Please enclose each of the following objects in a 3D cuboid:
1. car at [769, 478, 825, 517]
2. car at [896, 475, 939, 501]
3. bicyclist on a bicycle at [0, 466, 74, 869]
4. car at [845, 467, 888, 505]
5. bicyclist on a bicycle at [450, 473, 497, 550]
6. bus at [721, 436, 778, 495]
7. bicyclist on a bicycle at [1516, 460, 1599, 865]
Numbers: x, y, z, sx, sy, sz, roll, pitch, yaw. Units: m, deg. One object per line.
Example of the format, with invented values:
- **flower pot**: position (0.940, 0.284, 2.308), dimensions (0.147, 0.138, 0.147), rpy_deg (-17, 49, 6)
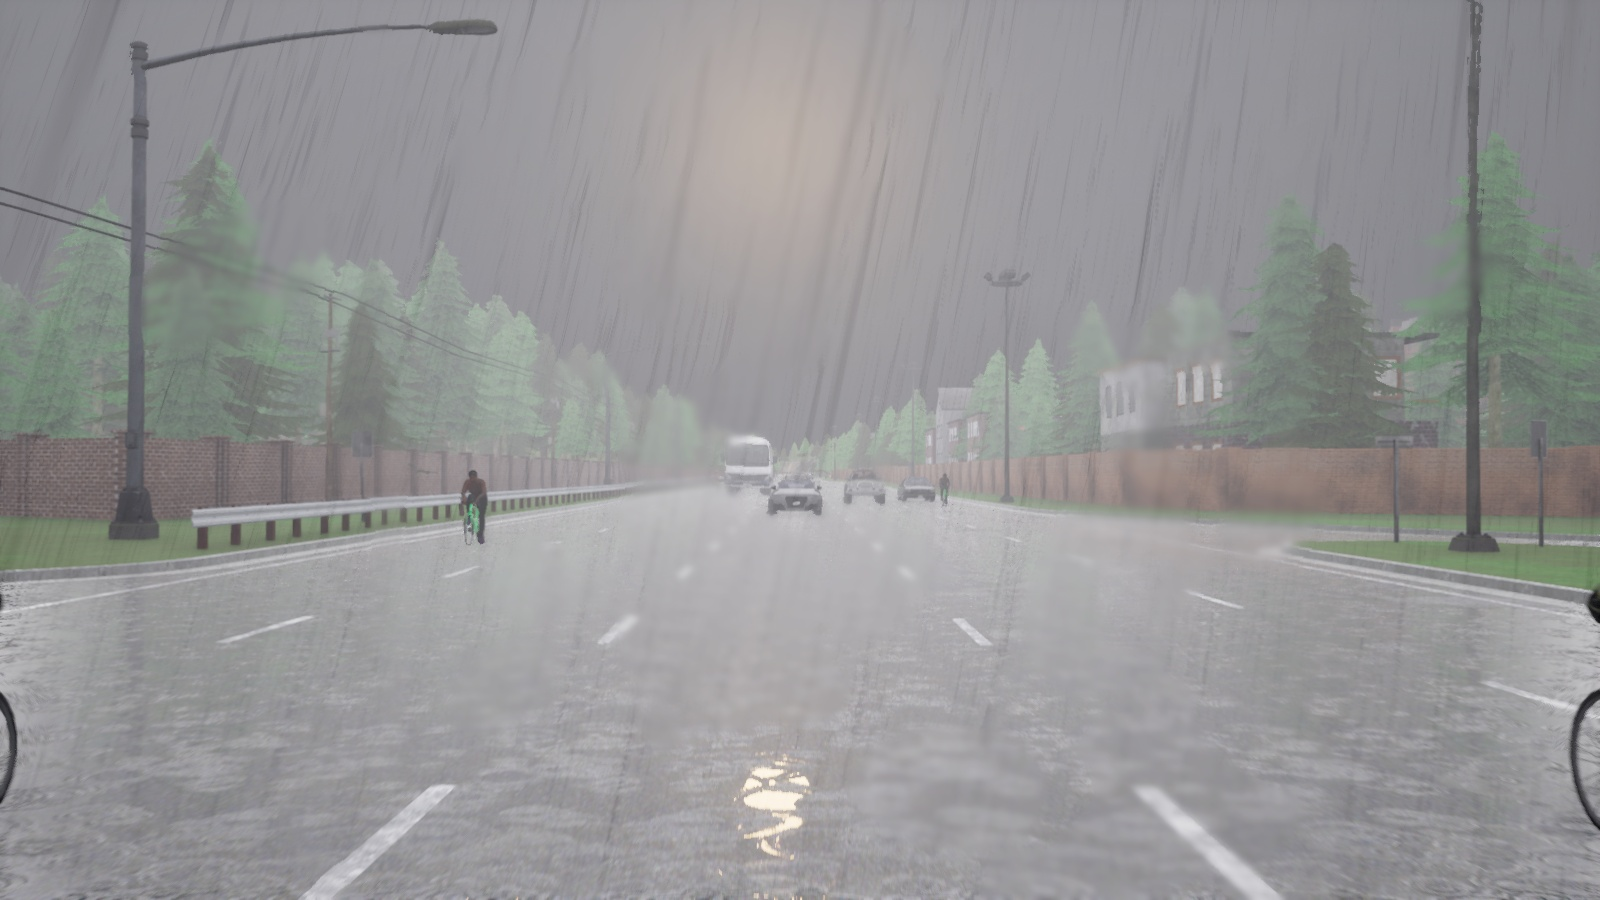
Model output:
- **car**: position (-0.120, 1.762, 47.310), dimensions (1.994, 1.385, 4.181), rpy_deg (0, -1, 0)
- **car**: position (6.814, 2.201, 73.297), dimensions (2.033, 1.411, 5.357), rpy_deg (0, -1, 0)
- **bicyclist on a bicycle**: position (-3.513, 0.873, 4.745), dimensions (0.582, 1.620, 1.656), rpy_deg (0, -1, 0)
- **car**: position (3.337, 1.810, 63.913), dimensions (1.932, 1.855, 4.605), rpy_deg (0, -1, 0)
- **bicyclist on a bicycle**: position (-7.069, 1.306, 27.251), dimensions (0.582, 1.620, 1.656), rpy_deg (0, -1, 0)
- **bus**: position (-3.747, 1.235, 95.644), dimensions (3.944, 4.253, 10.273), rpy_deg (0, -1, 0)
- **bicyclist on a bicycle**: position (3.487, 0.845, 4.763), dimensions (0.582, 1.620, 1.656), rpy_deg (0, -1, 0)
